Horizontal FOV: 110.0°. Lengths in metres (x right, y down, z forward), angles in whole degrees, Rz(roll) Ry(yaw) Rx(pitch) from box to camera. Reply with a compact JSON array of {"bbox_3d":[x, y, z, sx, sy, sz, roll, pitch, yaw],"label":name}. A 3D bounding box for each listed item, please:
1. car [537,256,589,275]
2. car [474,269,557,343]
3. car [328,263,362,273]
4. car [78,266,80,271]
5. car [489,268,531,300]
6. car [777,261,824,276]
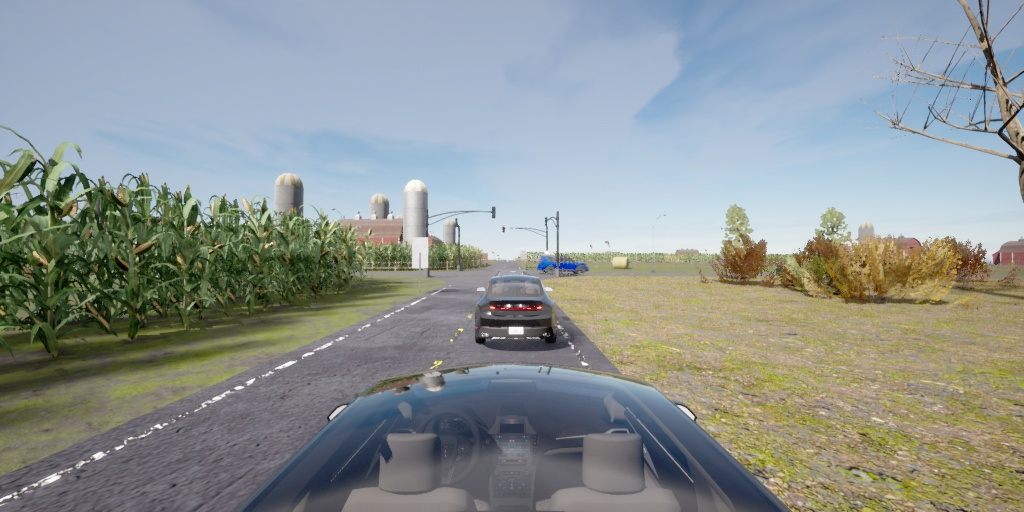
[{"bbox_3d":[5.516,1.006,39.202,5.566,2.045,2.150,1,-1,-4],"label":"car"},{"bbox_3d":[0.078,1.259,9.649,1.837,1.490,4.892,0,0,0],"label":"car"},{"bbox_3d":[-18.105,1.156,37.730,4.181,1.385,1.994,0,-1,-3],"label":"car"},{"bbox_3d":[-46.594,0.850,36.196,5.008,1.535,1.882,1,-1,-3],"label":"car"},{"bbox_3d":[0.030,1.360,18.801,1.895,1.301,4.718,0,0,4],"label":"car"},{"bbox_3d":[33.207,1.403,41.218,4.553,1.767,2.097,0,-1,-4],"label":"car"}]
